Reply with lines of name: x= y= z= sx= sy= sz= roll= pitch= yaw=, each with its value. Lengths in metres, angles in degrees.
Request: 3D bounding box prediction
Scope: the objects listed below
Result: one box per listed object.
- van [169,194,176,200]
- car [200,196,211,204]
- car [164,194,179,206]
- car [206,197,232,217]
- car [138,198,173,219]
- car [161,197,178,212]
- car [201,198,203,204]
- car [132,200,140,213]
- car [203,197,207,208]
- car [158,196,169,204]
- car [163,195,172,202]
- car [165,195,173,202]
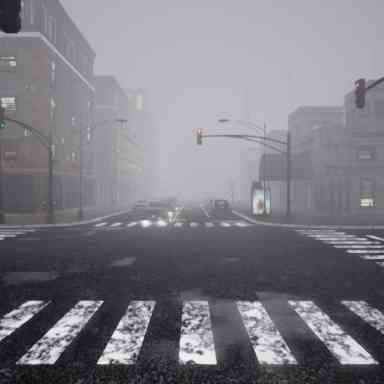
van: x=-5.642 y=1.428 z=94.496 sx=1.690 sy=1.788 sz=3.998 roll=-1 pitch=0 yaw=0
car: x=2.724 y=1.590 z=66.020 sx=2.008 sy=1.369 sz=4.403 roll=-1 pitch=0 yaw=0
car: x=-3.058 y=1.526 z=52.039 sx=1.837 sy=1.490 sz=4.892 roll=0 pitch=0 yaw=0
car: x=2.703 y=1.445 z=31.839 sx=1.967 sy=1.590 sz=4.097 roll=0 pitch=0 yaw=0
car: x=-3.084 y=1.551 z=29.275 sx=2.033 sy=1.411 sz=5.357 roll=0 pitch=0 yaw=0
car: x=-3.080 y=1.575 z=39.280 sx=1.994 sy=1.385 sz=4.181 roll=0 pitch=0 yaw=-1
car: x=2.714 y=1.570 z=48.930 sx=2.008 sy=1.369 sz=4.403 roll=0 pitch=0 yaw=0
car: x=-5.674 y=1.560 z=37.529 sx=2.008 sy=1.369 sz=4.403 roll=0 pitch=0 yaw=0
car: x=2.710 y=1.596 z=43.233 sx=1.802 sy=1.307 sz=4.206 roll=0 pitch=0 yaw=0
car: x=-5.657 y=1.564 z=65.843 sx=1.752 sy=1.417 sz=4.829 roll=0 pitch=0 yaw=0
car: x=-5.652 y=1.496 z=77.405 sx=1.967 sy=1.590 sz=4.097 roll=0 pitch=0 yaw=0
car: x=-5.647 y=1.591 z=82.932 sx=1.752 sy=1.417 sz=4.829 roll=-1 pitch=0 yaw=0
